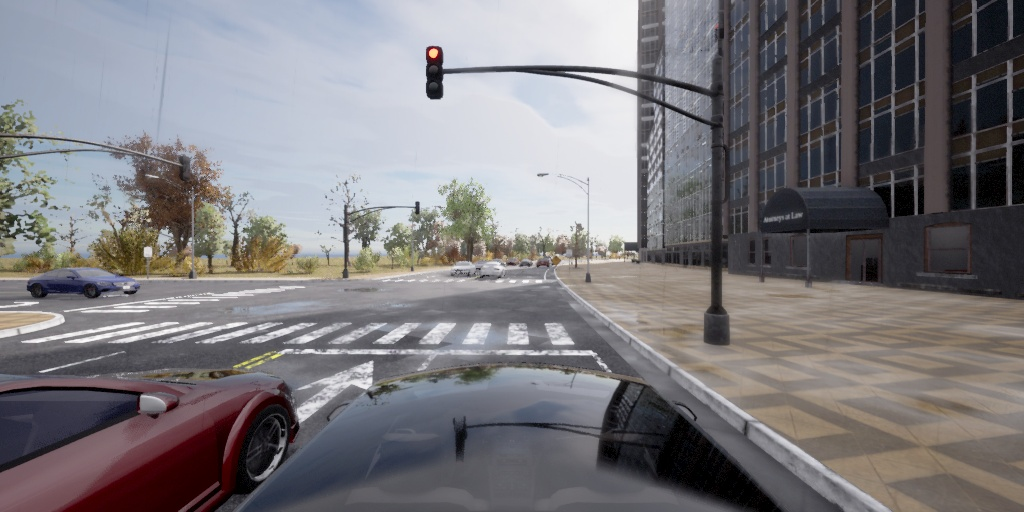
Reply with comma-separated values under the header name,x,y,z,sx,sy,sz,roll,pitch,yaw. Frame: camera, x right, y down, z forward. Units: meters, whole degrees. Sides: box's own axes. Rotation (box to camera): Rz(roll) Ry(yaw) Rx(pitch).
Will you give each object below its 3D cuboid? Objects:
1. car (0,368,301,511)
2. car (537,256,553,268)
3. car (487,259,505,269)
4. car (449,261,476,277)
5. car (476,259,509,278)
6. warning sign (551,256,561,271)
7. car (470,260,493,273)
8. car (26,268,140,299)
name,x,y,z,sx,sy,sz,roll,pitch,yaw
car,-3.108,1.314,1.880,1.994,1.385,4.181,0,0,0
car,5.669,1.112,64.217,2.097,1.767,4.553,0,0,10
car,-2.455,1.256,55.949,1.837,1.490,4.892,0,0,9
car,-4.867,1.273,36.367,1.812,1.442,4.674,0,0,6
car,-1.719,1.274,33.207,1.812,1.442,4.674,0,0,6
warning sign,5.412,0.868,44.026,1.300,1.860,1.060,0,0,7
car,-3.832,1.296,45.998,2.033,1.411,5.357,0,0,6
car,-21.668,1.322,18.154,4.674,1.442,1.812,0,0,4
